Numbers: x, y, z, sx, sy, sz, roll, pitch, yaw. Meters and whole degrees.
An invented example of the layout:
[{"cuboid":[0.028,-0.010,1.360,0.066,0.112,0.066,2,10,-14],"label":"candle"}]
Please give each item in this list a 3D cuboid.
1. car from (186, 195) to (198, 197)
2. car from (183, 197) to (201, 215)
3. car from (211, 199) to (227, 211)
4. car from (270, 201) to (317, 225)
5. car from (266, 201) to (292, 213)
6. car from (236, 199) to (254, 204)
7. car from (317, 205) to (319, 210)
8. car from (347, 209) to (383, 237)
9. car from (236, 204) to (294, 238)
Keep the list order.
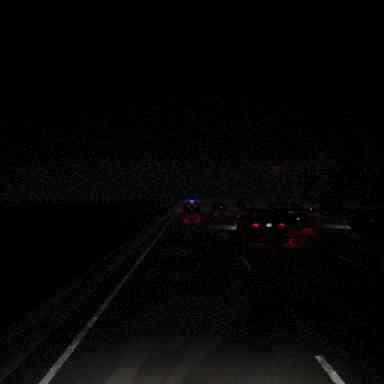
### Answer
[{"cuboid":[-0.013,1.410,47.000,2.150,2.045,5.566,0,0,0],"label":"car"},{"cuboid":[-0.013,1.635,36.147,2.128,1.511,4.902,0,0,0],"label":"car"},{"cuboid":[3.586,1.699,43.785,1.812,1.442,4.674,0,0,0],"label":"car"},{"cuboid":[7.091,1.591,24.615,2.128,1.511,4.902,0,0,0],"label":"car"},{"cuboid":[10.587,1.764,40.886,1.895,1.301,4.718,0,0,0],"label":"car"},{"cuboid":[7.086,1.669,44.517,2.128,1.511,4.902,0,0,0],"label":"car"},{"cuboid":[14.086,1.767,41.564,1.895,1.301,4.718,0,0,0],"label":"car"},{"cuboid":[10.594,1.622,18.352,2.033,1.411,5.357,0,0,0],"label":"car"},{"cuboid":[3.594,1.620,18.024,2.033,1.411,5.357,0,0,0],"label":"car"}]
